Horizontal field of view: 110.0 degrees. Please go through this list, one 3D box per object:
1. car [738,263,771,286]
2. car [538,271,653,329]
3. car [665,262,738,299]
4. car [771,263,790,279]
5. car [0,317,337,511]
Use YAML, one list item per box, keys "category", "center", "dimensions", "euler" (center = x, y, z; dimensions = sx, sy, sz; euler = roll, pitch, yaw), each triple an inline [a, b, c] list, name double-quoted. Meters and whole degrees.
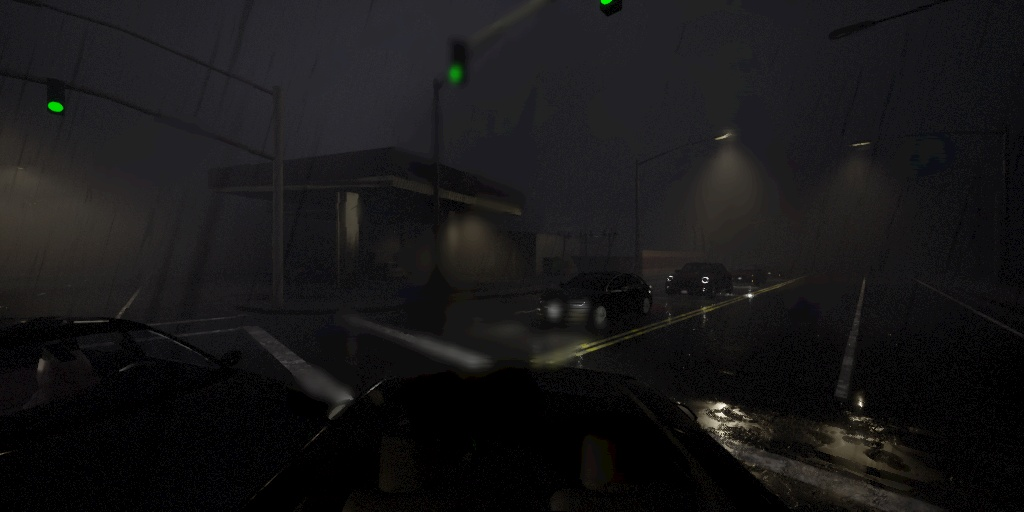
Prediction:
- category: "car"
  center: [16.559, 1.314, 25.324]
  dimensions: [1.994, 1.385, 4.181]
  euler: [0, 0, 44]
- category: "car"
  center: [2.841, 1.255, 11.520]
  dimensions: [1.837, 1.490, 4.892]
  euler: [0, 0, 44]
- category: "car"
  center: [9.656, 1.102, 18.390]
  dimensions: [2.097, 1.767, 4.553]
  euler: [0, 0, 45]
- category: "car"
  center: [23.667, 1.314, 32.403]
  dimensions: [4.181, 1.385, 1.994]
  euler: [0, 0, -45]
- category: "car"
  center: [-3.430, 1.242, 2.480]
  dimensions: [4.902, 1.511, 2.128]
  euler: [0, 0, 15]
